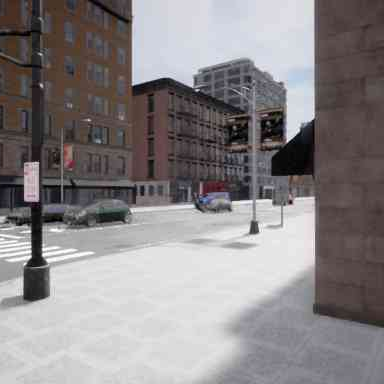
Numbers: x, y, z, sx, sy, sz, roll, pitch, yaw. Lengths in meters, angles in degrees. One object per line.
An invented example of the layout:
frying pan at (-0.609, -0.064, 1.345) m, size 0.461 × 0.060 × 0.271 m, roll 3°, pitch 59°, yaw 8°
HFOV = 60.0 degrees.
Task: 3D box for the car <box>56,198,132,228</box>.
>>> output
car at (-6.129, 1.291, 21.912) m, size 2.097 × 1.767 × 4.553 m, roll 0°, pitch 0°, yaw 35°

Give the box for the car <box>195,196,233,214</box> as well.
car at (2.596, 1.401, 34.297) m, size 1.812 × 1.442 × 4.674 m, roll 0°, pitch 0°, yaw 35°

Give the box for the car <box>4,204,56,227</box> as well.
car at (-9.624, 1.499, 22.600) m, size 2.033 × 1.411 × 5.357 m, roll 0°, pitch 0°, yaw 35°

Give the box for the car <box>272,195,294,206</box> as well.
car at (13.624, 1.187, 49.791) m, size 2.097 × 1.767 × 4.553 m, roll 0°, pitch 0°, yaw 35°

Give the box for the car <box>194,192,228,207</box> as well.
car at (2.519, 1.084, 39.827) m, size 2.150 × 2.045 × 5.566 m, roll 0°, pitch 0°, yaw 35°
